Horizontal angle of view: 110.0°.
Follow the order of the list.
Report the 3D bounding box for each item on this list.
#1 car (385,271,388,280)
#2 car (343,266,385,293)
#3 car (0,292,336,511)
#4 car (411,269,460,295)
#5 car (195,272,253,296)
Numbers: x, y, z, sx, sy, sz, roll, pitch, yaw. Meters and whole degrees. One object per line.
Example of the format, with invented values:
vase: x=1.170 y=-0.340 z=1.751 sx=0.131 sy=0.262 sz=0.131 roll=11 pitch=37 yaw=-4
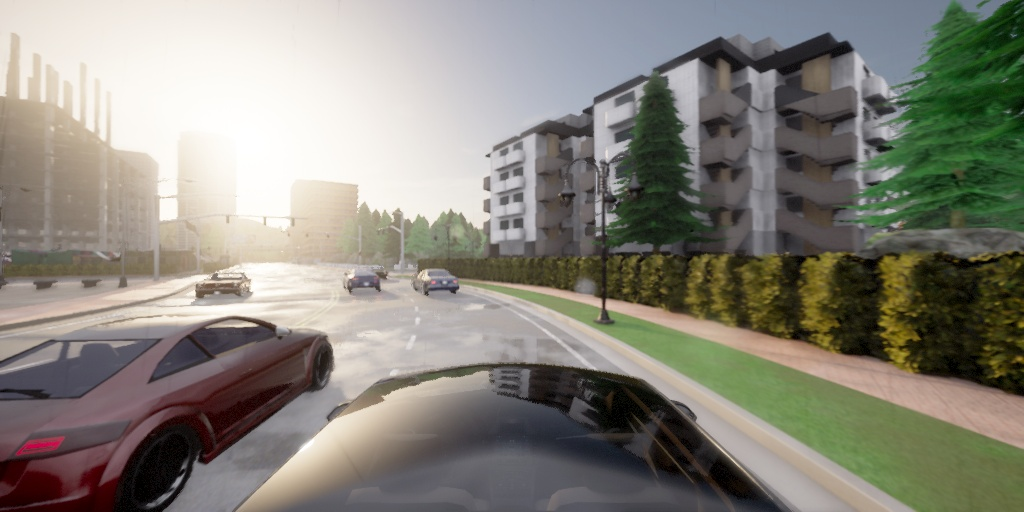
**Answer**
car: x=-13.894 y=1.685 z=35.587 sx=1.895 sy=1.301 sz=4.718 roll=0 pitch=-1 yaw=-36
car: x=-9.724 y=1.490 z=23.106 sx=1.812 sy=1.442 sz=4.674 roll=0 pitch=0 yaw=-30
car: x=-3.765 y=1.350 z=4.150 sx=1.994 sy=1.385 sz=4.181 roll=0 pitch=0 yaw=-4
car: x=-4.649 y=1.476 z=21.292 sx=2.033 sy=1.411 sz=5.357 roll=0 pitch=-1 yaw=-25
car: x=-15.854 y=1.565 z=19.927 sx=1.895 sy=1.301 sz=4.718 roll=0 pitch=-1 yaw=-29
